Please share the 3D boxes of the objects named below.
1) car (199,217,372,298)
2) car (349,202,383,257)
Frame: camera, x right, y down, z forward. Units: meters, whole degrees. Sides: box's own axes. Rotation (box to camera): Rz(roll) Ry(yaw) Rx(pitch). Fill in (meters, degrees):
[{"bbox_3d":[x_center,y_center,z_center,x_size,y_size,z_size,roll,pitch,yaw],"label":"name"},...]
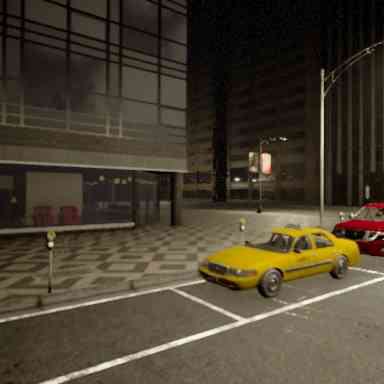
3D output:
[{"bbox_3d":[2.415,1.520,8.483,4.829,1.417,1.752,0,1,-36],"label":"car"},{"bbox_3d":[6.998,1.309,11.753,5.009,1.841,2.192,0,0,-36],"label":"car"}]
